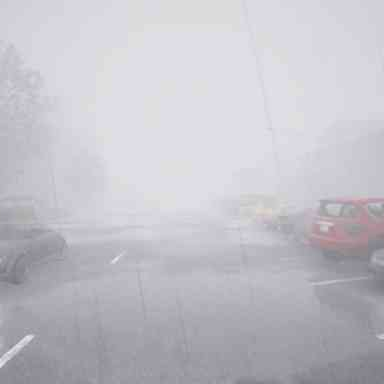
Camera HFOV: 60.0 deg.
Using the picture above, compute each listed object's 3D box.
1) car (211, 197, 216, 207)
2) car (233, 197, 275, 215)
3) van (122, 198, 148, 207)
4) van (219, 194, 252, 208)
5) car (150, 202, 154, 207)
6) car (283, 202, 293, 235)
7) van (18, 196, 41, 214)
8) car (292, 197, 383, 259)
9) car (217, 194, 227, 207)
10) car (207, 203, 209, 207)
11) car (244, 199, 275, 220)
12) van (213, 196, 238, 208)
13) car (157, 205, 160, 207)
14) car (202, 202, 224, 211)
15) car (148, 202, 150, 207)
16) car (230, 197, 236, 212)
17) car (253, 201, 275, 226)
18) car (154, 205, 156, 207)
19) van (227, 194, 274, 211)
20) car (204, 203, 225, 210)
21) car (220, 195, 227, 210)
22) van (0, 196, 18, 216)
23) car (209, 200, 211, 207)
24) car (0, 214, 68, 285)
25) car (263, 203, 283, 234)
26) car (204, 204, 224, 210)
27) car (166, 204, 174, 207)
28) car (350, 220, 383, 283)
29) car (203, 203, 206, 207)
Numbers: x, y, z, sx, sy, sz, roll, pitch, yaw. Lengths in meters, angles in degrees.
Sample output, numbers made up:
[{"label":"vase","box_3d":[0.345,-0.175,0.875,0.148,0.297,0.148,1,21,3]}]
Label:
[{"label":"car","box_3d":[6.486,1.764,54.827,5.366,1.575,1.946,2,-2,-20]},{"label":"car","box_3d":[6.594,1.465,28.446,5.366,1.575,1.946,1,0,-20]},{"label":"van","box_3d":[-11.492,2.103,65.619,4.442,1.987,1.878,1,-4,-21]},{"label":"van","box_3d":[6.465,1.365,48.958,4.442,1.987,1.878,1,-2,-20]},{"label":"car","box_3d":[-11.654,2.483,71.569,5.566,2.045,2.435,1,-5,-21]},{"label":"car","box_3d":[6.453,1.336,13.722,4.553,1.767,2.185,1,0,-20]},{"label":"van","box_3d":[-11.289,1.235,19.752,4.442,1.987,1.878,-1,0,-20]},{"label":"car","box_3d":[6.446,1.214,10.799,5.566,2.045,2.435,1,0,-20]},{"label":"car","box_3d":[6.375,1.224,40.113,5.566,2.045,2.435,1,0,-20]},{"label":"car","box_3d":[6.177,2.383,66.441,4.792,1.488,2.163,2,-4,-21]},{"label":"car","box_3d":[6.592,1.461,22.585,5.366,1.575,1.946,1,0,-20]},{"label":"van","box_3d":[6.348,1.955,63.583,4.442,1.987,1.878,2,-4,-21]},{"label":"car","box_3d":[-11.719,3.864,86.525,5.366,1.575,1.946,1,-5,-21]},{"label":"car","box_3d":[5.845,4.095,92.814,5.566,2.045,2.435,3,-6,-21]},{"label":"car","box_3d":[-11.668,2.399,68.547,4.553,1.767,2.185,1,-4,-21]},{"label":"car","box_3d":[6.443,1.497,31.329,4.792,1.488,2.163,1,0,-20]},{"label":"car","box_3d":[6.385,1.491,19.580,4.792,1.488,2.163,1,0,-20]},{"label":"car","box_3d":[-11.766,3.267,80.504,4.553,1.767,2.185,1,-4,-21]},{"label":"van","box_3d":[6.307,1.242,34.206,4.442,1.987,1.878,1,0,-20]},{"label":"car","box_3d":[5.912,3.860,86.929,4.892,1.521,2.231,3,-5,-21]},{"label":"car","box_3d":[6.232,1.466,37.121,5.366,1.575,1.946,1,0,-20]},{"label":"van","box_3d":[-11.506,1.238,16.719,4.442,1.987,1.878,-1,0,-20]},{"label":"car","box_3d":[6.271,2.018,60.603,5.008,1.535,2.097,2,-3,-21]},{"label":"car","box_3d":[-5.092,1.545,9.302,1.994,1.385,4.181,0,0,0]},{"label":"car","box_3d":[6.410,1.462,16.653,4.892,1.521,2.231,1,0,-20]},{"label":"car","box_3d":[5.862,4.097,89.857,4.892,1.521,2.231,3,-5,-21]},{"label":"car","box_3d":[-5.458,3.742,84.336,1.994,1.385,4.181,0,-4,-1]},{"label":"car","box_3d":[6.419,1.509,7.850,4.674,1.452,2.002,1,0,-20]},{"label":"car","box_3d":[5.936,3.499,84.009,4.553,1.767,2.185,2,-5,-21]}]
